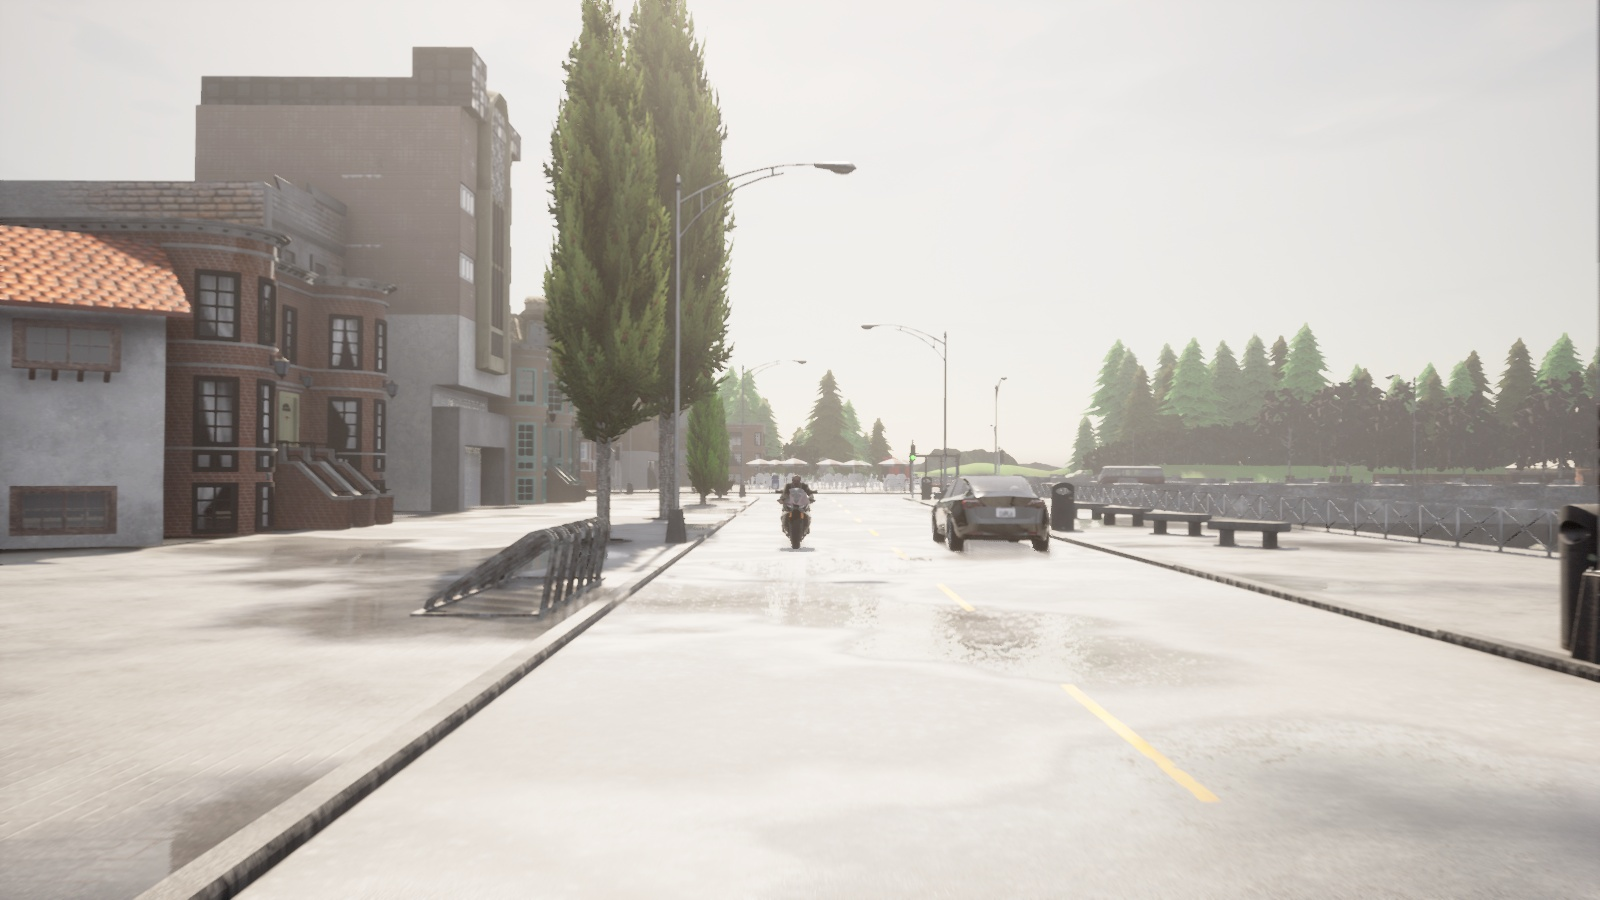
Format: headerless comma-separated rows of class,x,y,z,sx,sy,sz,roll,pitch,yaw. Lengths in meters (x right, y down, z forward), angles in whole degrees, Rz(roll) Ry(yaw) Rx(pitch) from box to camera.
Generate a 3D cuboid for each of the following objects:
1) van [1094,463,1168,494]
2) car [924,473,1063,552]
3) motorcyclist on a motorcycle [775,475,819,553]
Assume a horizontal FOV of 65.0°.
van,22.012,1.880,83.654,4.442,1.987,1.775,0,-1,1
car,3.930,1.241,26.413,2.163,1.488,4.792,0,-1,0
motorcyclist on a motorcycle,-0.067,1.282,25.817,0.866,1.530,2.191,0,-1,0
